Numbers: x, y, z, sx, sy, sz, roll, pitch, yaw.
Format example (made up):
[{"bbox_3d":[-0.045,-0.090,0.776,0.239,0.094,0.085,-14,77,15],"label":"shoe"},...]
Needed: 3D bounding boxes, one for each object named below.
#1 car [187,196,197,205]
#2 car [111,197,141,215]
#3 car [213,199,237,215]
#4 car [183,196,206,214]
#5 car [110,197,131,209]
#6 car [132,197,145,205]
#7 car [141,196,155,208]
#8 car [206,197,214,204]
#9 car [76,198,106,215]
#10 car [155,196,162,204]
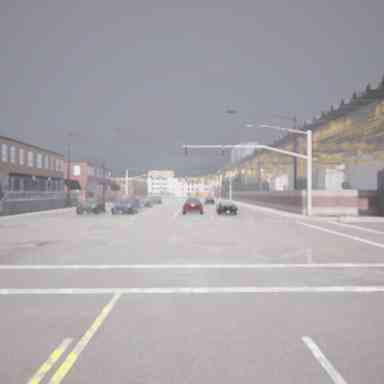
[{"bbox_3d":[0.008,1.651,65.772,1.837,1.490,4.892,0,0,0],"label":"car"},{"bbox_3d":[-7.090,1.434,35.281,2.097,1.767,4.553,0,0,0],"label":"car"},{"bbox_3d":[3.603,1.680,35.431,1.895,1.301,4.718,0,0,0],"label":"car"},{"bbox_3d":[0.104,1.434,36.706,2.097,1.767,4.553,0,0,0],"label":"car"},{"bbox_3d":[-10.573,1.600,49.422,2.128,1.511,4.902,0,0,0],"label":"car"},{"bbox_3d":[-10.511,1.708,65.627,1.994,1.385,4.181,0,0,1],"label":"car"},{"bbox_3d":[-7.075,1.636,49.250,1.812,1.442,4.674,0,0,0],"label":"car"},{"bbox_3d":[3.506,1.694,65.347,2.033,1.411,5.357,0,0,0],"label":"car"},{"bbox_3d":[-10.590,1.434,35.152,2.097,1.767,4.553,0,0,0],"label":"car"},{"bbox_3d":[-7.020,1.497,65.072,2.097,1.767,4.553,0,0,1],"label":"car"}]
